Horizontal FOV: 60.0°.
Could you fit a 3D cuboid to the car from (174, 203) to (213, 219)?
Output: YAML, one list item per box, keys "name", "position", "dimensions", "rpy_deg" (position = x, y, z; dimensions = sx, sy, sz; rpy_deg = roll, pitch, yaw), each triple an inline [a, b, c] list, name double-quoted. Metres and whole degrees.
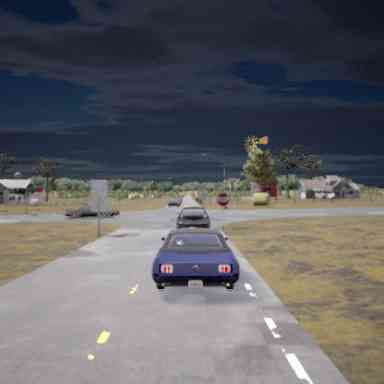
- name: "car"
  position: [0.125, 1.632, 19.474]
  dimensions: [1.837, 1.490, 4.892]
  rpy_deg: [0, 0, 2]

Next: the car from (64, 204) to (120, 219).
- name: "car"
  position: [-10.162, 1.979, 34.040]
  dimensions: [5.357, 1.411, 2.033]
  rpy_deg: [-1, 1, 0]

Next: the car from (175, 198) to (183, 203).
- name: "car"
  position: [-3.329, 2.196, 86.464]
  dimensions: [1.994, 1.385, 4.181]
  rpy_deg: [0, -1, -1]

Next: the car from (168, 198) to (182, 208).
- name: "car"
  position: [-3.126, 2.004, 56.935]
  dimensions: [1.895, 1.301, 4.718]
  rpy_deg: [0, 0, -1]

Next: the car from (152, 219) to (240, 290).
- name: "car"
  position: [0.077, 1.660, 9.231]
  dimensions: [1.895, 1.301, 4.718]
  rpy_deg: [0, 0, 0]
